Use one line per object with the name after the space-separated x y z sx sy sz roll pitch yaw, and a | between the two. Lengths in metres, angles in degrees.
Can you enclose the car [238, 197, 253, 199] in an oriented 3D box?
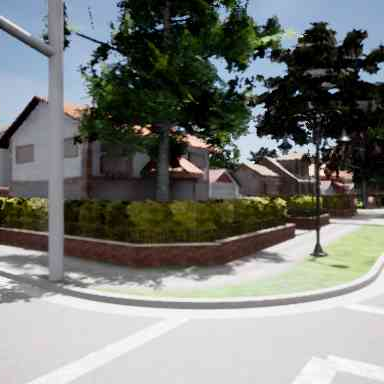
4.985 1.209 28.451 3.806 1.475 1.970 0 0 36 | car
